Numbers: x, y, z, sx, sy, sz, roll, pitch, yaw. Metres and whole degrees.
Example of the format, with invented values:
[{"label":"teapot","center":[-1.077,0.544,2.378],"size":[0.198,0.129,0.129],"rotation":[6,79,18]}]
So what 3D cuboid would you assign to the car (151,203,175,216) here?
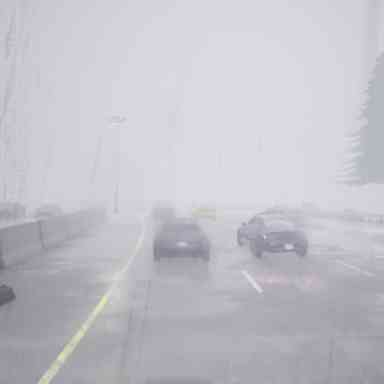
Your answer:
[{"label":"car","center":[-2.633,1.733,30.038],"size":[1.882,1.535,5.008],"rotation":[0,0,-10]}]

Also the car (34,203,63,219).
[{"label":"car","center":[-14.071,1.815,32.949],"size":[2.033,1.411,5.357],"rotation":[0,0,-12]}]

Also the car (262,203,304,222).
[{"label":"car","center":[8.044,1.790,29.856],"size":[1.812,1.442,4.674],"rotation":[0,0,-9]}]

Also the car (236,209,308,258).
[{"label":"car","center":[3.039,1.643,13.250],"size":[1.812,1.442,4.674],"rotation":[0,0,-4]}]

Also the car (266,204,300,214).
[{"label":"car","center":[5.642,1.744,22.132],"size":[2.033,1.411,5.357],"rotation":[0,0,-7]}]

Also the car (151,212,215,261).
[{"label":"car","center":[-0.449,1.674,12.750],"size":[1.994,1.385,4.181],"rotation":[0,0,-4]}]

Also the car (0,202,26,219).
[{"label":"car","center":[-17.453,1.732,31.874],"size":[1.882,1.535,5.008],"rotation":[0,0,-12]}]

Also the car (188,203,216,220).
[{"label":"car","center":[0.851,1.739,30.393],"size":[1.882,1.535,5.008],"rotation":[0,0,-10]}]
